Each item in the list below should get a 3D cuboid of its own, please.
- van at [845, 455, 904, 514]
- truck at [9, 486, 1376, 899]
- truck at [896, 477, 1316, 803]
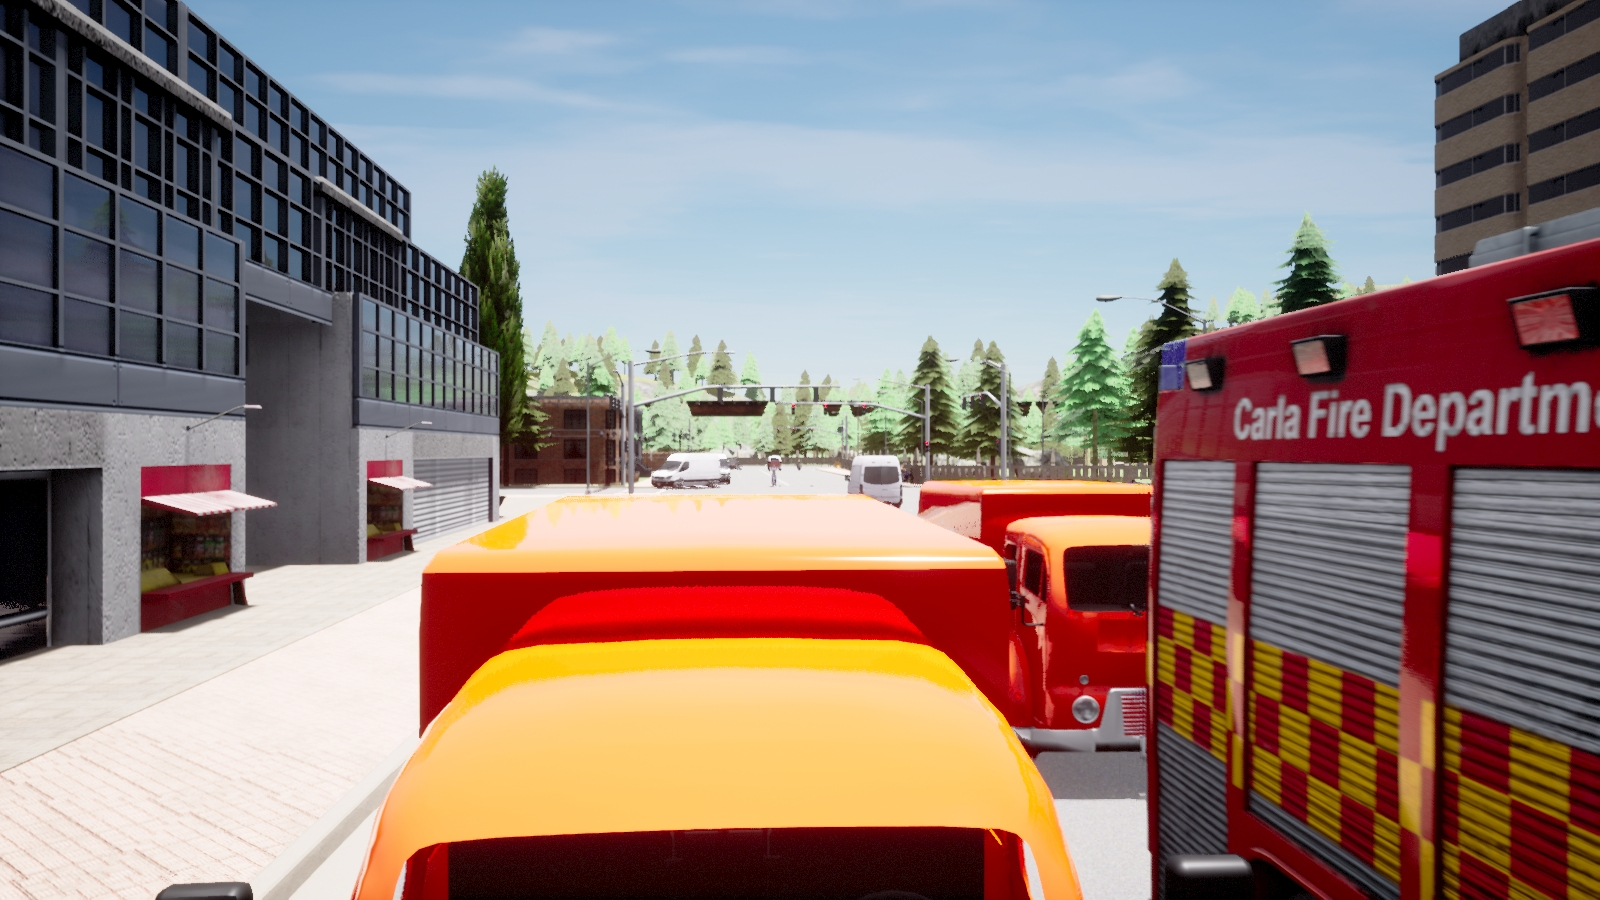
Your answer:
[{"bbox_3d":[3.411,1.547,53.445,1.988,2.561,5.915,0,0,-4],"label":"van"},{"bbox_3d":[-0.348,1.546,4.834,2.627,2.467,5.204,0,2,-4],"label":"truck"},{"bbox_3d":[2.690,1.573,11.768,2.627,2.467,5.204,0,0,-4],"label":"truck"}]
